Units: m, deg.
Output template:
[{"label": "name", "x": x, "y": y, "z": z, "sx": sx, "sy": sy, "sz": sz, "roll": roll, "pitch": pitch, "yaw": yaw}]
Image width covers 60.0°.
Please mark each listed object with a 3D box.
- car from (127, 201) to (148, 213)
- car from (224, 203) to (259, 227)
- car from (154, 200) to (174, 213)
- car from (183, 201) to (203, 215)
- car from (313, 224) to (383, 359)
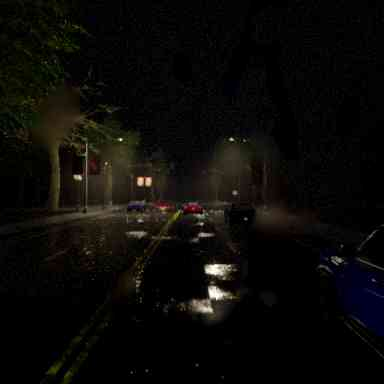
[{"label": "car", "x": -6.500, "y": 1.760, "z": 39.688, "sx": 1.895, "sy": 1.301, "sz": 4.718, "roll": 0, "pitch": 0, "yaw": 0}, {"label": "car", "x": 3.350, "y": 1.525, "z": 23.241, "sx": 1.882, "sy": 1.535, "sz": 5.008, "roll": 0, "pitch": 0, "yaw": 0}, {"label": "car", "x": -3.252, "y": 1.685, "z": 39.566, "sx": 1.812, "sy": 1.442, "sz": 4.674, "roll": 0, "pitch": -1, "yaw": 0}, {"label": "car", "x": 0.102, "y": 1.686, "z": 35.566, "sx": 1.994, "sy": 1.385, "sz": 4.181, "roll": 0, "pitch": 0, "yaw": 0}, {"label": "car", "x": 3.294, "y": 1.297, "z": 3.889, "sx": 2.150, "sy": 2.045, "sz": 5.566, "roll": 0, "pitch": 1, "yaw": 2}]
